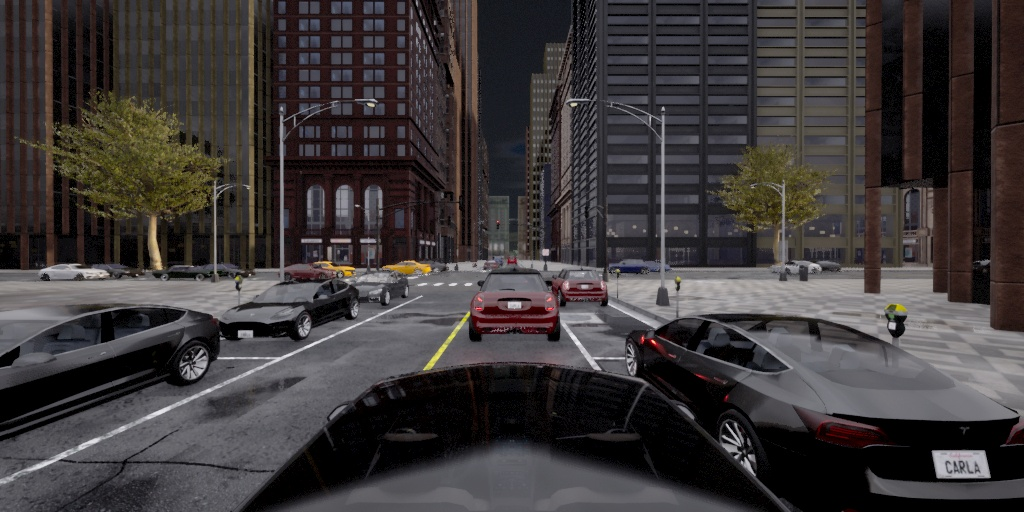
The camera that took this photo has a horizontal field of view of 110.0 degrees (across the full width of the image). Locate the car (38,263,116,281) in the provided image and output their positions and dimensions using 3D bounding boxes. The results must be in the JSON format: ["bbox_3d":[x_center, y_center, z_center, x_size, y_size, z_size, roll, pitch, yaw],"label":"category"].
[{"bbox_3d":[-37.130,1.400,30.403,4.674,1.442,1.812,0,0,0],"label":"car"}]

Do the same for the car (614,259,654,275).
[{"bbox_3d":[11.696,1.066,37.059,4.553,1.767,2.097,0,0,-2],"label":"car"}]

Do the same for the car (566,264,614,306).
[{"bbox_3d":[2.778,1.190,15.553,1.967,1.591,4.097,0,0,0],"label":"car"}]

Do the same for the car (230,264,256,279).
[{"bbox_3d":[-27.249,1.378,33.657,5.357,1.411,2.033,0,0,0],"label":"car"}]

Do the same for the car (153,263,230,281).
[{"bbox_3d":[-27.259,1.447,30.405,4.718,1.301,1.895,0,0,0],"label":"car"}]

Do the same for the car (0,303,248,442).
[{"bbox_3d":[-5.760,1.316,4.288,1.948,1.339,4.313,0,0,0],"label":"car"}]

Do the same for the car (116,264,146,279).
[{"bbox_3d":[-37.883,1.408,33.646,5.357,1.411,2.033,0,0,-1],"label":"car"}]

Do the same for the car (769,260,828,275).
[{"bbox_3d":[29.327,1.201,37.159,4.674,1.442,1.812,0,0,0],"label":"car"}]

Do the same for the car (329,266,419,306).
[{"bbox_3d":[-5.747,1.301,15.562,2.007,1.370,4.403,0,0,0],"label":"car"}]

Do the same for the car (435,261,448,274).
[{"bbox_3d":[-9.717,1.256,40.372,4.892,1.490,1.837,0,0,0],"label":"car"}]

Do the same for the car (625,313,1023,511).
[{"bbox_3d":[2.765,1.316,4.281,1.948,1.339,4.313,0,0,0],"label":"car"}]

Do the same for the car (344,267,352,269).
[{"bbox_3d":[-17.306,1.281,33.660,5.008,1.535,1.882,0,0,1],"label":"car"}]

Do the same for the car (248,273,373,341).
[{"bbox_3d":[-5.754,1.316,9.925,1.948,1.339,4.313,0,0,0],"label":"car"}]

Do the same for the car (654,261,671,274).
[{"bbox_3d":[14.952,1.239,40.396,5.357,1.411,2.033,0,0,0],"label":"car"}]

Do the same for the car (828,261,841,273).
[{"bbox_3d":[34.324,1.175,40.410,4.674,1.442,1.812,0,0,0],"label":"car"}]

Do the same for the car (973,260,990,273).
[{"bbox_3d":[49.212,1.180,37.083,4.892,1.490,1.837,0,0,0],"label":"car"}]

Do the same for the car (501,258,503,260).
[{"bbox_3d":[-3.011,1.379,61.377,1.895,1.301,4.718,0,0,0],"label":"car"}]

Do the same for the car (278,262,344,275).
[{"bbox_3d":[-17.233,1.344,30.415,4.674,1.442,1.812,0,0,-2],"label":"car"}]

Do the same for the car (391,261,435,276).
[{"bbox_3d":[-10.940,1.247,37.123,5.008,1.535,1.882,0,0,0],"label":"car"}]

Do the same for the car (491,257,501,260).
[{"bbox_3d":[-3.011,1.295,52.021,1.812,1.442,4.674,0,0,1],"label":"car"}]

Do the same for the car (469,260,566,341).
[{"bbox_3d":[0.077,1.102,10.017,2.097,1.767,4.553,0,0,1],"label":"car"}]
